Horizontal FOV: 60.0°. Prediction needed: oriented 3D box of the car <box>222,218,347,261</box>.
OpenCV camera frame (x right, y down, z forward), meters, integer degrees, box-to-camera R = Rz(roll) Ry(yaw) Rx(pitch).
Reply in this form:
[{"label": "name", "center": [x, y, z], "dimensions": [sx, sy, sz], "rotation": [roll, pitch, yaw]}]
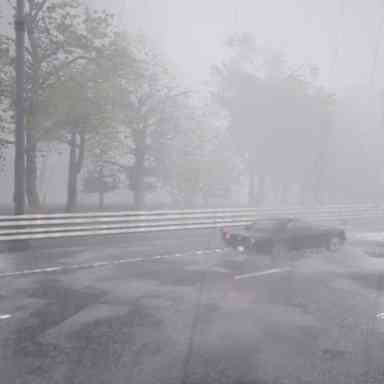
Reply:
[{"label": "car", "center": [3.523, 1.605, 12.247], "dimensions": [4.718, 1.301, 1.895], "rotation": [0, 0, -31]}]
